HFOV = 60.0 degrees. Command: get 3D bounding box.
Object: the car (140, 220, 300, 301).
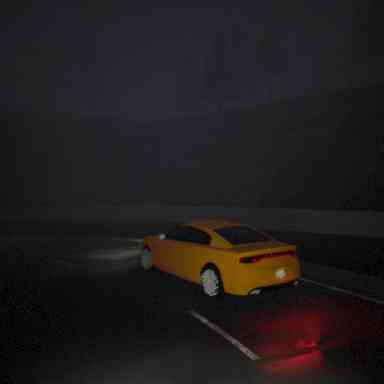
[{"bbox_3d":[0.366,1.472,8.579,1.882,1.535,5.008,0,-1,-34],"label":"car"}]
